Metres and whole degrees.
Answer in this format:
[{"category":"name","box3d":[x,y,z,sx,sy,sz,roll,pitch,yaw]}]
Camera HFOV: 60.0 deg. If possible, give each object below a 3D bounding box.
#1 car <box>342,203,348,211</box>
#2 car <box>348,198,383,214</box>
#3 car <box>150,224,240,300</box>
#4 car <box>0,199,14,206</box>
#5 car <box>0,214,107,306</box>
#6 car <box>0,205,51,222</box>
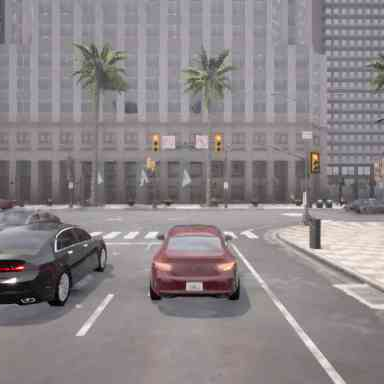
[{"category":"car","box3d":[19.751,1.491,38.039,4.902,1.511,2.128,0,0,0]},{"category":"car","box3d":[19.032,1.563,34.539,4.181,1.385,1.994,0,0,0]},{"category":"car","box3d":[0.070,1.526,8.255,1.812,1.442,4.674,0,0,1]},{"category":"car","box3d":[-23.064,1.477,38.070,5.008,1.535,1.882,0,0,0]},{"category":"car","box3d":[-3.439,1.505,8.000,1.837,1.490,4.892,0,0,0]},{"category":"car","box3d":[-7.025,1.491,13.573,2.128,1.511,4.902,0,0,1]}]
